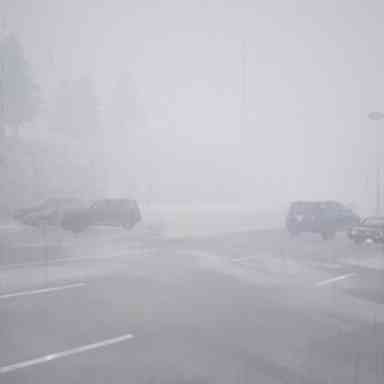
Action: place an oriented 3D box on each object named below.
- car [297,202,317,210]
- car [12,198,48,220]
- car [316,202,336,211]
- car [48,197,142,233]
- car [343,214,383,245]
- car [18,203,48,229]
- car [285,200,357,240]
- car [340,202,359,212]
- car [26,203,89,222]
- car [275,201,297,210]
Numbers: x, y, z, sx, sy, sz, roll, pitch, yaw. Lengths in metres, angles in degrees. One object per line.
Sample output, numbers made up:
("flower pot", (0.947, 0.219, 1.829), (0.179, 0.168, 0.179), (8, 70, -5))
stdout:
("car", (20.279, 2.442, 58.578), (1.895, 1.301, 4.718), (0, -1, 37))
("car", (-11.055, 1.451, 26.418), (5.566, 2.045, 2.150), (1, -1, -38))
("car", (22.510, 2.426, 55.784), (1.895, 1.301, 4.718), (0, -1, 38))
("car", (-5.942, 1.432, 21.551), (5.566, 2.045, 2.150), (1, -1, -39))
("car", (9.376, 1.859, 15.903), (4.718, 1.301, 1.895), (1, -1, -41))
("car", (-9.209, 1.713, 23.459), (4.892, 1.490, 1.837), (2, -1, -38))
("car", (7.578, 1.505, 18.981), (5.566, 2.045, 2.150), (1, 0, -41))
("car", (25.594, 2.354, 54.061), (1.812, 1.442, 4.674), (0, -1, 37))
("car", (-12.097, 1.756, 30.104), (4.902, 1.511, 2.128), (1, -1, -39))
("car", (17.131, 2.385, 60.232), (2.033, 1.411, 5.357), (0, -1, 38))
